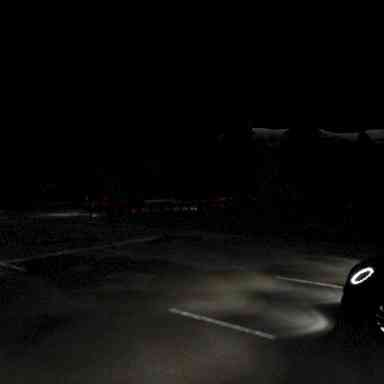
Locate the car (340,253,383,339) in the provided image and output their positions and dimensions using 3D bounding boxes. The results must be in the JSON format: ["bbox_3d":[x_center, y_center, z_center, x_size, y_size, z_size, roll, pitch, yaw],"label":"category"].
[{"bbox_3d":[4.708,1.356,4.887,4.553,1.767,2.097,0,0,36],"label":"car"}]

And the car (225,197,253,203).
[{"bbox_3d":[7.455,1.430,53.245,4.718,1.301,1.895,0,0,-33],"label":"car"}]

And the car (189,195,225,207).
[{"bbox_3d":[1.722,1.185,44.596,4.553,1.767,2.097,0,0,-39],"label":"car"}]

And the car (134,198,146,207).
[{"bbox_3d":[-8.069,1.337,40.295,2.033,1.411,5.357,1,0,44],"label":"car"}]

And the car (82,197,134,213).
[{"bbox_3d":[-8.809,1.291,34.115,1.882,1.535,5.008,1,0,41],"label":"car"}]
